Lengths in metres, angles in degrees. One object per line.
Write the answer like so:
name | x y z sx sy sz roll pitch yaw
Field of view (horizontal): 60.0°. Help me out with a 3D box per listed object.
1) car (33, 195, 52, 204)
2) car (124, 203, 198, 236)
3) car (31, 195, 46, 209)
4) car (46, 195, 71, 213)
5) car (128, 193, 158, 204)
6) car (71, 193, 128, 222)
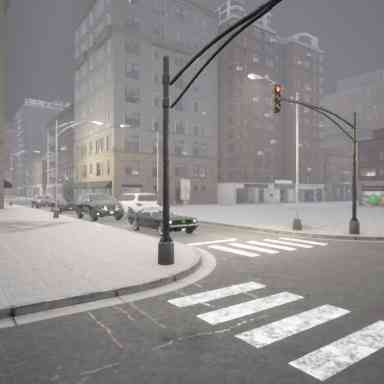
car | -25.467 1.269 56.518 2.033 1.411 5.357 0 0 -35
car | -1.695 1.527 18.129 1.895 1.301 4.718 0 0 -36
car | -19.118 1.139 42.622 2.097 1.767 4.553 0 0 -35
car | -13.213 1.311 34.287 1.882 1.535 5.008 0 0 -36
car | -4.771 1.104 27.504 2.150 2.045 5.566 0 0 -35
car | -7.341 1.101 26.032 2.150 2.045 5.566 0 0 -35
